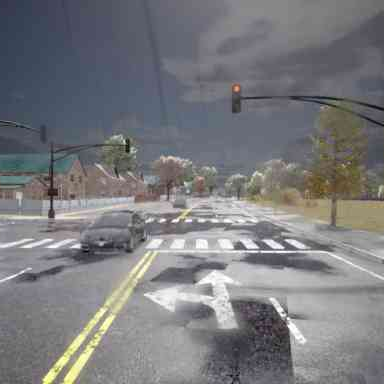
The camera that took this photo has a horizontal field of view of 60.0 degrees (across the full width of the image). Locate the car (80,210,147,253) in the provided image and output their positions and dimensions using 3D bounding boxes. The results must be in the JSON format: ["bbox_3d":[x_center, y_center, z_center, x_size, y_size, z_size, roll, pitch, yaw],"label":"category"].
[{"bbox_3d":[-3.058,1.541,13.771,1.837,1.490,4.892,0,0,1],"label":"car"}]

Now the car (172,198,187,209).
[{"bbox_3d":[-1.717,1.621,47.756,1.837,1.490,4.892,0,0,3],"label":"car"}]
